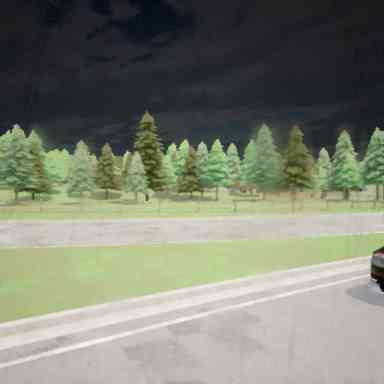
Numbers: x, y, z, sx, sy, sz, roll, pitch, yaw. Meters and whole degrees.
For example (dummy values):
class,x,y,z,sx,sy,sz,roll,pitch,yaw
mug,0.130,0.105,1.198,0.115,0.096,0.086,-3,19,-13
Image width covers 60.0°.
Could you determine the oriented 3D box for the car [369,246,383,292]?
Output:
class,x,y,z,sx,sy,sz,roll,pitch,yaw
car,6.003,1.507,7.430,4.902,1.511,2.128,0,0,-32
